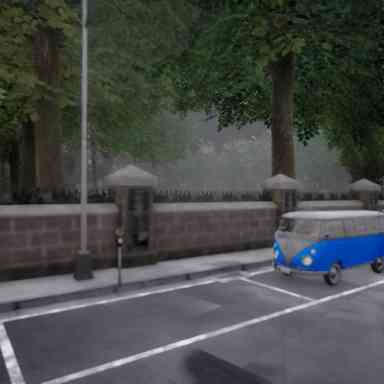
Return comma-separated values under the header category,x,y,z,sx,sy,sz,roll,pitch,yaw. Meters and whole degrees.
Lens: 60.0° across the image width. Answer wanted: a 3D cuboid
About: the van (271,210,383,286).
category,x,y,z,sx,sy,sz,roll,pitch,yaw
van,4.012,1.421,9.398,3.998,1.788,1.690,1,-1,-35
